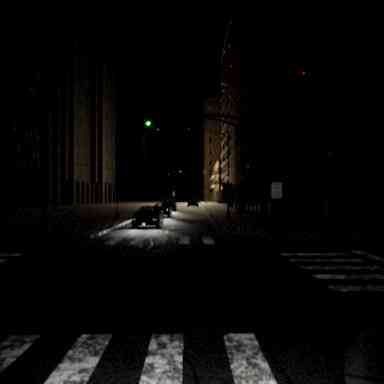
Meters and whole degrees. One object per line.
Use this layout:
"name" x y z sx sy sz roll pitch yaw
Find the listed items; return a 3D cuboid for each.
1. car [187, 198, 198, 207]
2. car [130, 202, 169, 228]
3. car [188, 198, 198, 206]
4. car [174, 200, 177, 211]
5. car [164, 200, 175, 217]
"car" 0.136 1.905 57.461 1.812 1.442 4.674 0 0 0
"car" -3.086 1.707 23.960 2.033 1.411 5.357 0 0 0
"car" 0.138 1.921 67.370 1.882 1.535 5.008 0 0 0
"car" -3.063 1.792 45.457 2.128 1.511 4.902 0 0 0
"car" -3.085 1.828 34.167 1.895 1.301 4.718 0 0 0
